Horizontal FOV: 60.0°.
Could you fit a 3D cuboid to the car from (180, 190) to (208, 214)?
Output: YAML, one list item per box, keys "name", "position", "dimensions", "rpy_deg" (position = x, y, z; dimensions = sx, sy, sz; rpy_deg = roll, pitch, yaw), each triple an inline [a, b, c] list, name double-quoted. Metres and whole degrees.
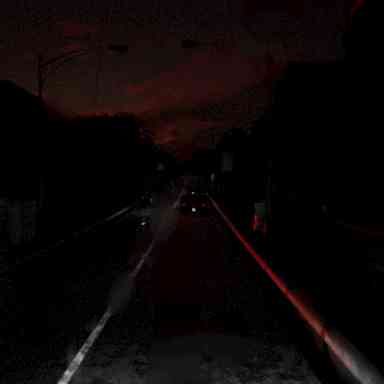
- name: "car"
  position: [0.116, 0.783, 24.537]
  dimensions: [1.895, 1.301, 4.718]
  rpy_deg: [0, 3, 0]

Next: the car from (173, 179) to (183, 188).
- name: "car"
  position: [-2.985, -1.866, 69.398]
  dimensions: [2.097, 1.767, 4.553]
  rpy_deg: [0, 3, 0]

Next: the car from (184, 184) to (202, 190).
- name: "car"
  position: [0.116, -0.241, 41.898]
  dimensions: [1.837, 1.490, 4.892]
  rpy_deg: [0, 3, 0]

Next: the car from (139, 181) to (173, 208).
- name: "car"
  position: [-3.087, 0.194, 28.432]
  dimensions: [2.150, 2.045, 5.566]
  rpy_deg: [0, 3, 0]
